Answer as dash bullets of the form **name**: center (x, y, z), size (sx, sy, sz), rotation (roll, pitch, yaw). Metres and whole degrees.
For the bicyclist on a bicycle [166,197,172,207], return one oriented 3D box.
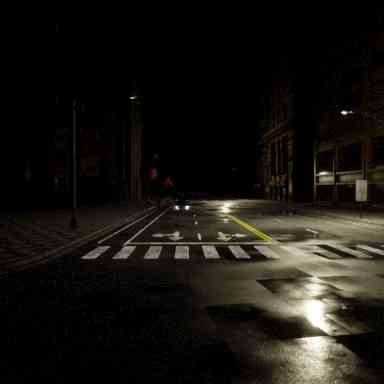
- **bicyclist on a bicycle**: center (-3.330, 1.437, 47.600), size (0.866, 1.612, 1.509), rotation (5, -3, -16)

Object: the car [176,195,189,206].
- **car**: center (-1.585, 1.333, 54.772), size (2.097, 1.767, 4.553), rotation (0, 0, 0)

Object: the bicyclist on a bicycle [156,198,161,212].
- **bicyclist on a bicycle**: center (-3.688, 1.436, 36.696), size (0.582, 1.620, 1.656), rotation (0, 0, -1)
